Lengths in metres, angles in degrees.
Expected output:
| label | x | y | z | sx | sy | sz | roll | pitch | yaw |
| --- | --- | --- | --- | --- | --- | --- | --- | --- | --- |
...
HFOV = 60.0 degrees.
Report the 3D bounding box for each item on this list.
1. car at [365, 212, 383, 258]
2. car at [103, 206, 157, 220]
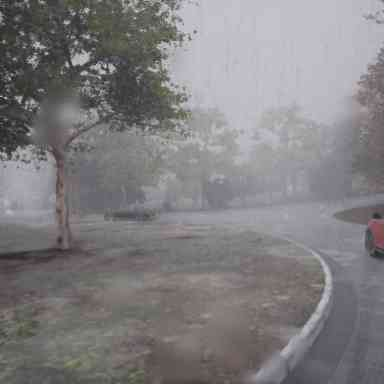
| label | x | y | z | sx | sy | sz | roll | pitch | yaw |
| --- | --- | --- | --- | --- | --- | --- | --- | --- | --- |
| car | 6.703 | 1.194 | 9.496 | 2.150 | 2.045 | 5.566 | -1 | 0 | 15 |
| car | -5.838 | 1.958 | 31.139 | 4.718 | 1.301 | 1.895 | -1 | -1 | 16 |
